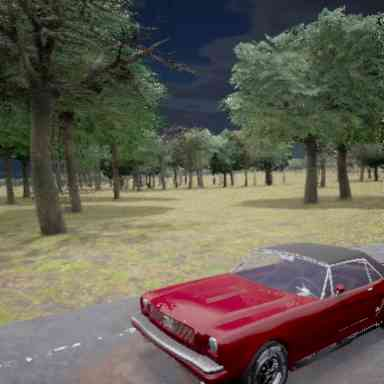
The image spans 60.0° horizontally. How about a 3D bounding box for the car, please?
[{"bbox_3d":[1.545,1.540,5.070,4.718,1.301,1.895,-1,1,-35],"label":"car"}]
